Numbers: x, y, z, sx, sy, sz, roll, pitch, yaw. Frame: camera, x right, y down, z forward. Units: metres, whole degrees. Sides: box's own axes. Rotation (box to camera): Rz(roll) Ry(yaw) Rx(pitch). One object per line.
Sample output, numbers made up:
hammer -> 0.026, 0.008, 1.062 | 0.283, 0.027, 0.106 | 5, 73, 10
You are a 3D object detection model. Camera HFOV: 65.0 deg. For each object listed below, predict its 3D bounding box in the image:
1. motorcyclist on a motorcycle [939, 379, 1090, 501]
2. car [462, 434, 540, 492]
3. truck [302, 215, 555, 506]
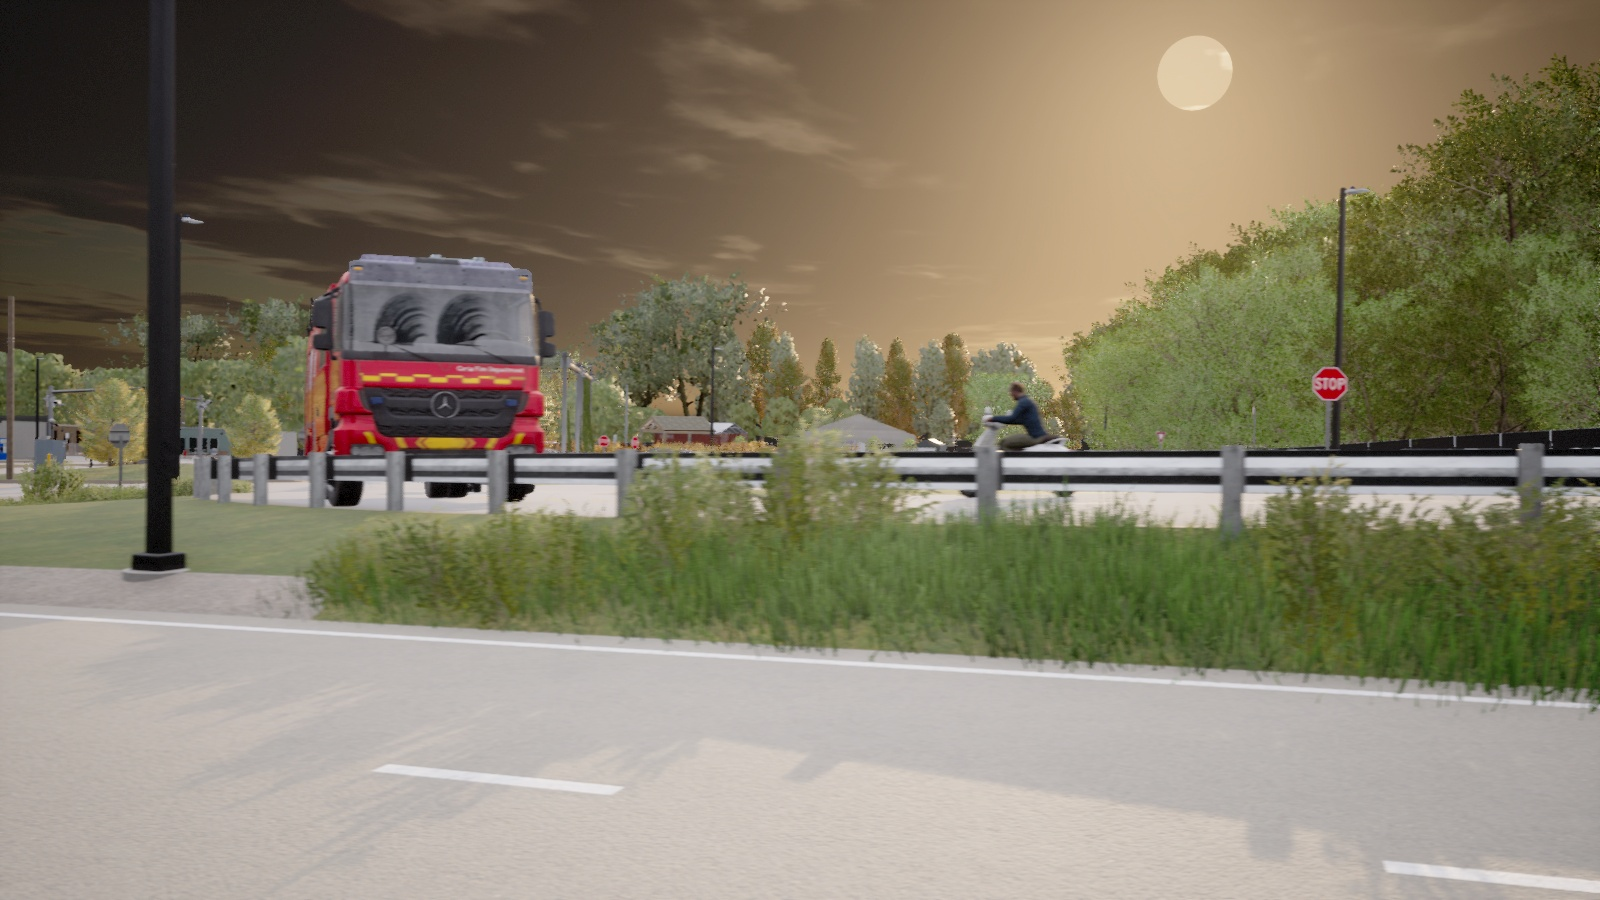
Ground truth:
motorcyclist on a motorcycle -> 2.920, -0.113, 17.116 | 1.817, 1.590, 0.866 | -1, -1, 29
car -> -8.364, 0.387, 34.950 | 1.845, 1.501, 3.633 | 1, -2, -17
truck -> -6.509, -1.103, 20.919 | 2.891, 3.827, 8.468 | 1, -1, -24
